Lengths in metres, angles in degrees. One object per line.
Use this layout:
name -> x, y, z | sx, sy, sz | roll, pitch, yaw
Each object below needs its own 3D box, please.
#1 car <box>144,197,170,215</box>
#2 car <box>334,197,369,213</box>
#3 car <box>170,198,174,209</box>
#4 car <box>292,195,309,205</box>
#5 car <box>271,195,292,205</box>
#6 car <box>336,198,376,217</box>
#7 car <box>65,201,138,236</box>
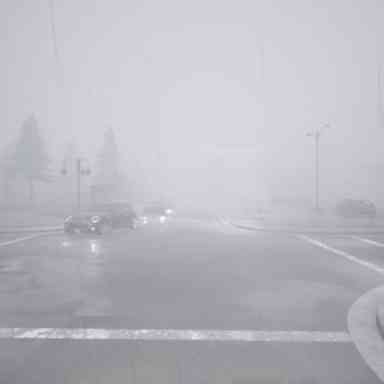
car -> -3.571, 1.455, 33.241 | 1.882, 1.535, 5.008 | 0, 0, 0
car -> 17.036, 1.360, 35.724 | 1.970, 1.475, 3.806 | 0, 0, 0
car -> -3.553, 1.460, 45.322 | 2.128, 1.511, 4.902 | 0, 0, 0
car -> 17.380, 1.294, 54.387 | 2.152, 1.636, 5.027 | 0, 0, 0
car -> 14.243, 1.303, 54.368 | 2.007, 1.523, 4.514 | 0, 0, 0
car -> 13.977, 1.355, 28.335 | 1.845, 1.501, 3.633 | 0, 0, 0
car -> -4.878, 1.338, 18.473 | 2.097, 1.767, 4.553 | 0, 0, 20
